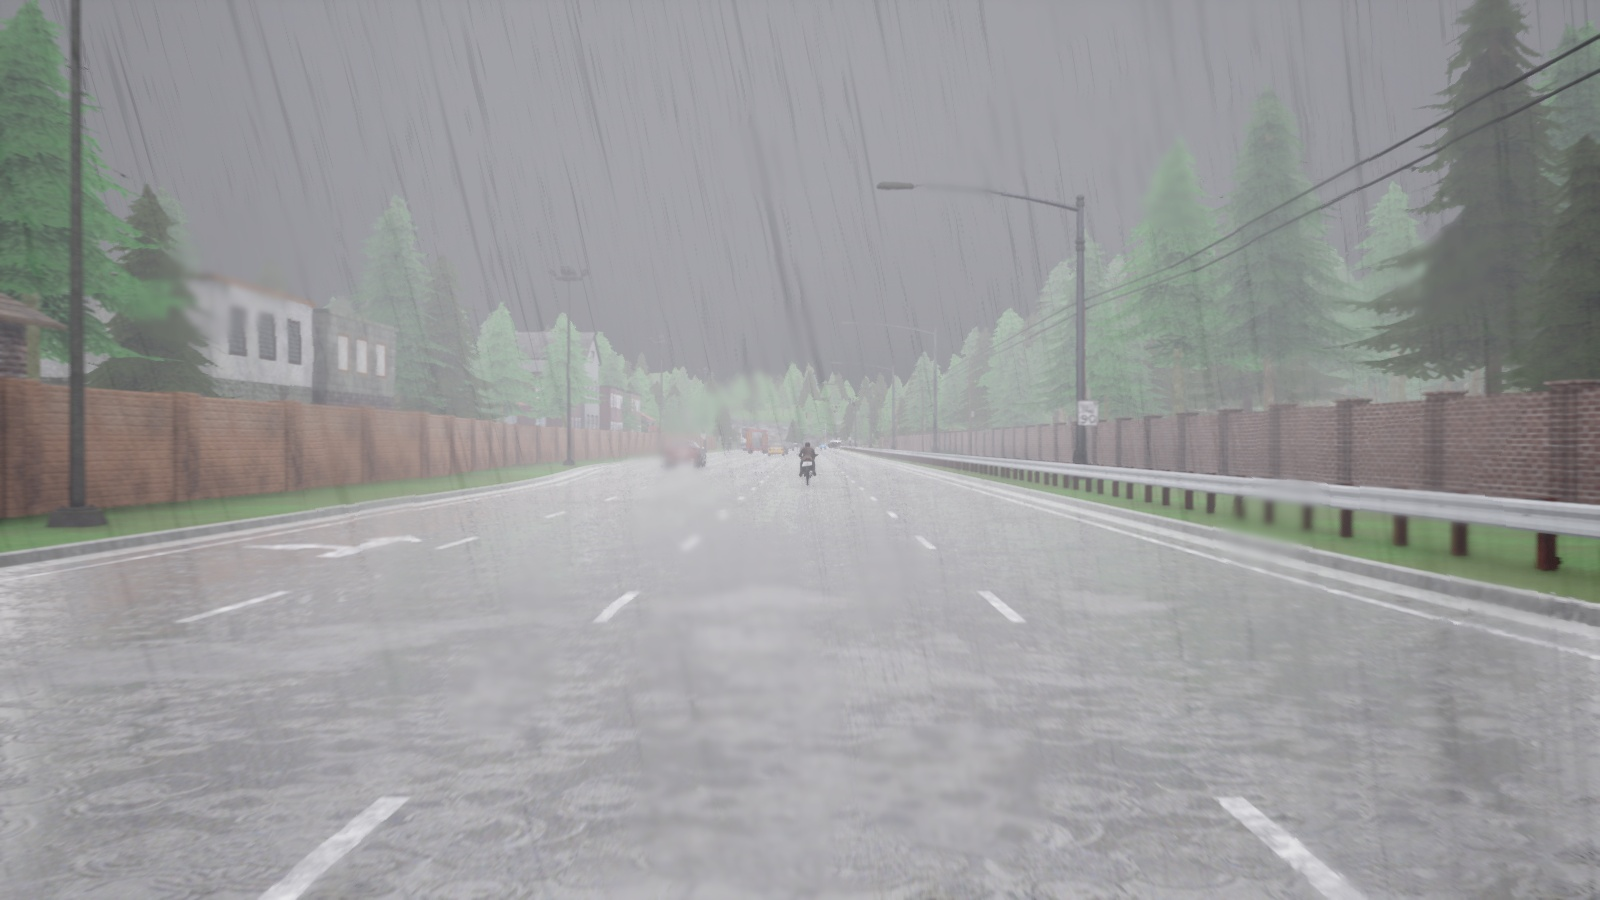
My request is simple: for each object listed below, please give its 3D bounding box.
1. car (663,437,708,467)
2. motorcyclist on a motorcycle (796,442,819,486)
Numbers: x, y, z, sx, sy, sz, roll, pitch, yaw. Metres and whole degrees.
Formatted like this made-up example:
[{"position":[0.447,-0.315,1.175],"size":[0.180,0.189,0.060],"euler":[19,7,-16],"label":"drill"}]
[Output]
[{"position":[-6.570,0.105,72.564],"size":[2.152,1.651,5.027],"euler":[0,0,0],"label":"car"},{"position":[0.269,0.475,44.351],"size":[0.797,1.523,2.044],"euler":[0,0,0],"label":"motorcyclist on a motorcycle"}]
